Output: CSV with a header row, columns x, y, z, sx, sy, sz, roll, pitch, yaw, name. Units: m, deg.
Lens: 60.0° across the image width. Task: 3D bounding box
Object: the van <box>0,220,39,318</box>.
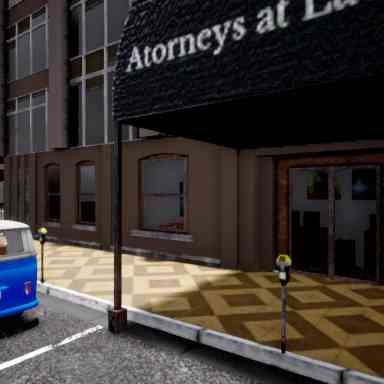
x,y,z,sx,sy,sz,roll,pitch,yaw,name
-4.509,1.341,6.080,3.998,1.788,1.690,0,0,35,van
